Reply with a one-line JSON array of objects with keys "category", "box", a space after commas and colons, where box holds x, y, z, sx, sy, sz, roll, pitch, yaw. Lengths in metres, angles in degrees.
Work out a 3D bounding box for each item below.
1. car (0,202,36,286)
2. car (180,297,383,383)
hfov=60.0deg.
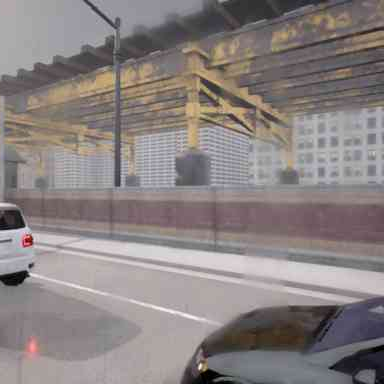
[{"category": "car", "box": [-6.155, 1.245, 8.291, 5.566, 2.045, 2.150, 0, 0, 36]}, {"category": "car", "box": [1.944, 1.576, 2.614, 4.181, 1.385, 1.994, 0, 0, 35]}]
